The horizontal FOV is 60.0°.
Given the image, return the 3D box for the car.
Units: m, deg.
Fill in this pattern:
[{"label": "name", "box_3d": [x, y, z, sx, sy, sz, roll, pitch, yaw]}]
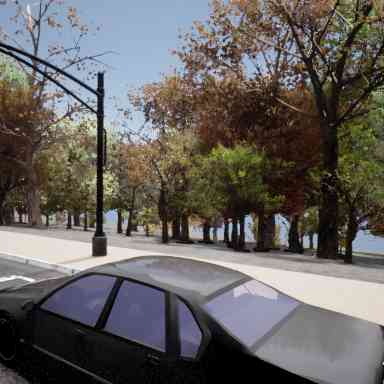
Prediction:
[{"label": "car", "box_3d": [-0.551, 1.547, 4.071, 5.357, 1.411, 2.033, 0, 0, 35]}]
